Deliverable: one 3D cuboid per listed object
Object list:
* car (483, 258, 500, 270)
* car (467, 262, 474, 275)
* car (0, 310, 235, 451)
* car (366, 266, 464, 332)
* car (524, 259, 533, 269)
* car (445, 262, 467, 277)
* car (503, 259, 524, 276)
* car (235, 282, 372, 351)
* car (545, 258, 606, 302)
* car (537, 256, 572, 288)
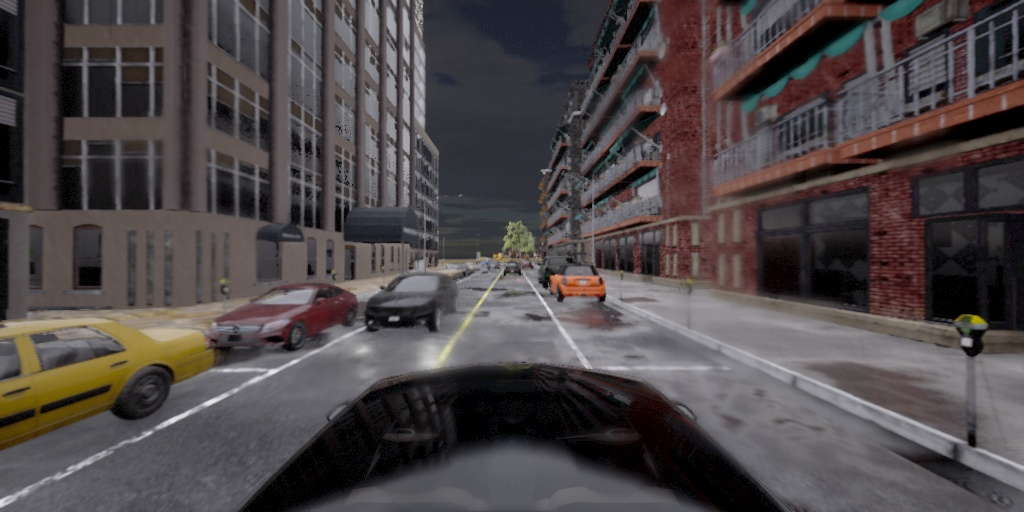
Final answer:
[{"bbox_3d":[-2.790,1.324,54.032,2.128,1.511,4.902,0,0,0],"label":"car"},{"bbox_3d":[-5.306,1.372,36.643,1.948,1.339,4.313,0,0,0],"label":"car"},{"bbox_3d":[-5.314,1.279,3.274,1.751,1.417,4.829,0,0,0],"label":"car"},{"bbox_3d":[-2.848,1.243,11.142,1.882,1.535,5.008,0,0,0],"label":"car"},{"bbox_3d":[2.580,1.421,58.740,1.802,1.307,4.207,0,0,0],"label":"car"},{"bbox_3d":[-5.307,1.323,30.940,1.751,1.417,4.829,0,0,0],"label":"car"},{"bbox_3d":[0.057,1.334,38.760,1.812,1.442,4.674,0,0,1],"label":"car"},{"bbox_3d":[-5.313,1.344,8.978,1.802,1.307,4.207,0,0,0],"label":"car"},{"bbox_3d":[2.992,1.128,17.262,2.097,1.767,4.553,0,0,0],"label":"car"},{"bbox_3d":[2.987,1.014,24.322,2.150,2.045,5.566,0,0,0],"label":"car"}]
